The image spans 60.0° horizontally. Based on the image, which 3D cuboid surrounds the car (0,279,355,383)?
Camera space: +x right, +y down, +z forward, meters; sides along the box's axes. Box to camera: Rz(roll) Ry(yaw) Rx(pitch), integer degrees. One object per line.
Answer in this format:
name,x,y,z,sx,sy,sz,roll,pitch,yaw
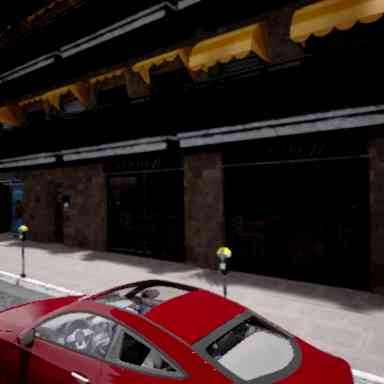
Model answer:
car,-0.607,1.578,3.315,4.206,1.307,1.802,0,-1,35
